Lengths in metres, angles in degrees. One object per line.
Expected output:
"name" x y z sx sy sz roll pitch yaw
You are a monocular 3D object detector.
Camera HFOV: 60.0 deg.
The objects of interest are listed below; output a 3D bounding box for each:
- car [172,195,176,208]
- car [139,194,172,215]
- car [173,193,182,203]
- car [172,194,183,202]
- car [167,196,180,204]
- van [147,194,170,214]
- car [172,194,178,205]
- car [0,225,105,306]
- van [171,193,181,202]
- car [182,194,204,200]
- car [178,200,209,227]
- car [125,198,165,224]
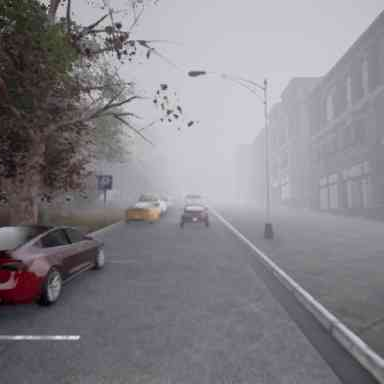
"car" -3.546 1.464 41.635 1.946 1.575 5.366 0 0 2
"car" -3.579 1.219 30.338 2.435 2.045 5.566 0 0 2
"car" -3.515 1.346 58.130 2.185 1.767 4.553 0 0 2
"car" -3.462 1.356 80.412 2.185 1.767 4.553 0 0 2
"car" -3.500 1.514 63.729 2.002 1.452 4.674 0 0 2
"van" -3.562 1.242 35.997 1.878 1.987 4.442 0 0 2
"car" -3.540 1.467 47.015 2.097 1.535 5.008 0 0 2
"car" -3.632 1.510 8.056 2.163 1.488 4.792 0 0 2
"van" -3.469 1.253 74.990 1.878 1.987 4.442 0 0 2
"car" 0.196 1.210 39.843 2.150 2.045 5.566 0 0 0
"car" 0.150 1.520 22.889 1.812 1.442 4.674 0 0 -1
"car" -3.593 1.473 24.734 2.097 1.535 5.008 0 0 2
